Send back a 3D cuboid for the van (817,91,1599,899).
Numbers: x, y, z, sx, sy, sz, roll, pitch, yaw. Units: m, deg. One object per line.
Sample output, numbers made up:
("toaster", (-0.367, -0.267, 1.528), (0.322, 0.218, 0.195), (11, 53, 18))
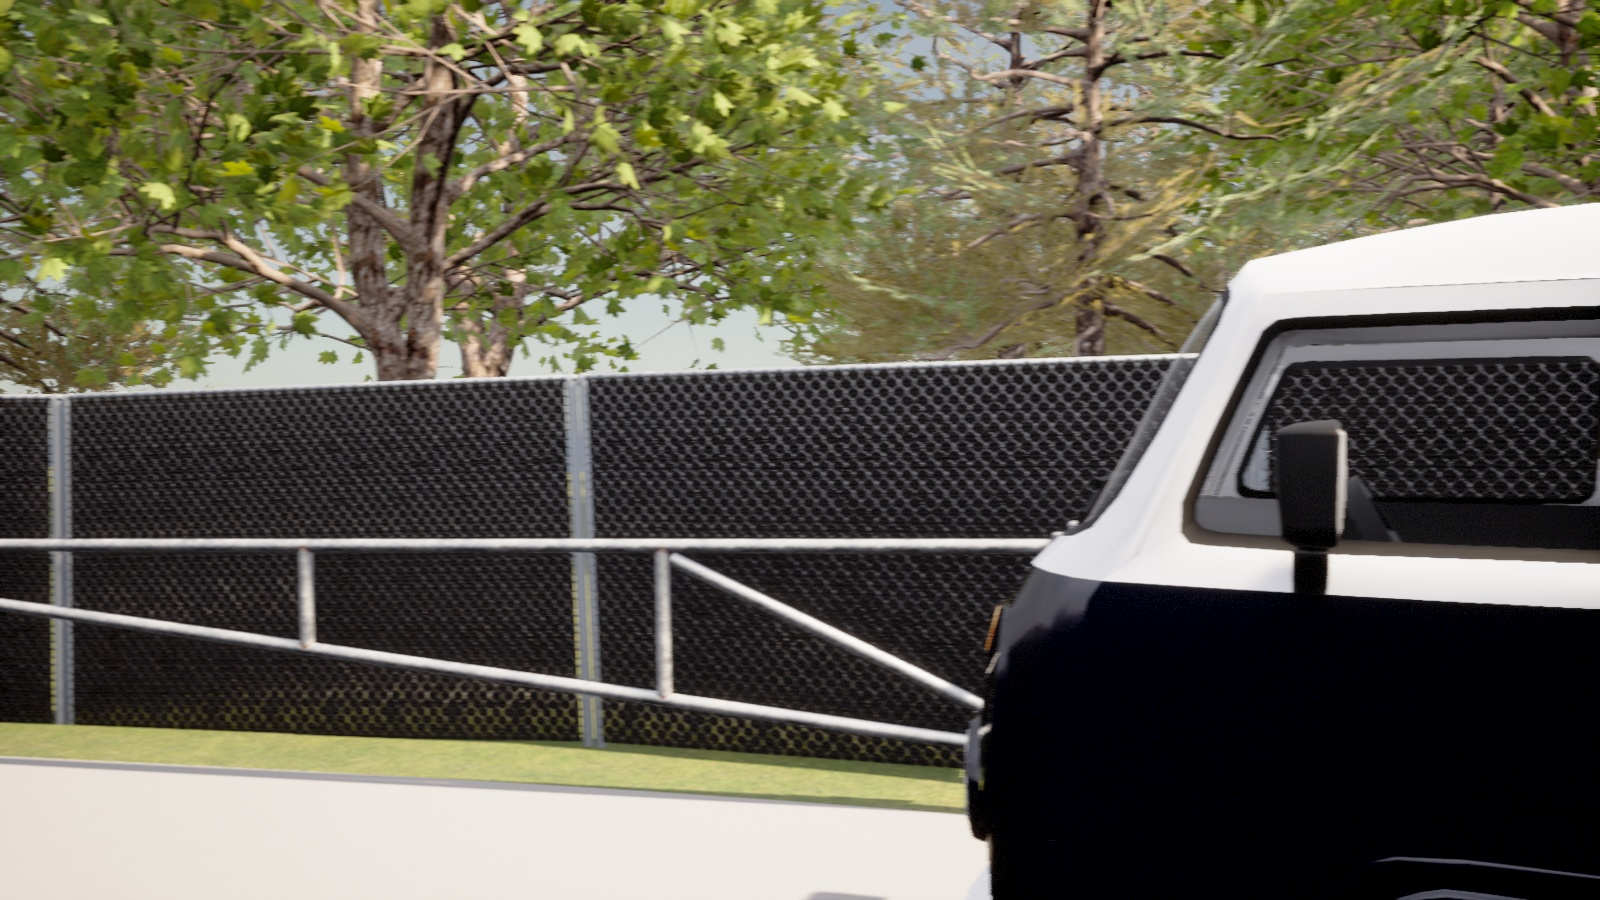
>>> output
("van", (2.496, 0.519, 2.302), (4.480, 2.038, 2.069), (1, 1, 22))
